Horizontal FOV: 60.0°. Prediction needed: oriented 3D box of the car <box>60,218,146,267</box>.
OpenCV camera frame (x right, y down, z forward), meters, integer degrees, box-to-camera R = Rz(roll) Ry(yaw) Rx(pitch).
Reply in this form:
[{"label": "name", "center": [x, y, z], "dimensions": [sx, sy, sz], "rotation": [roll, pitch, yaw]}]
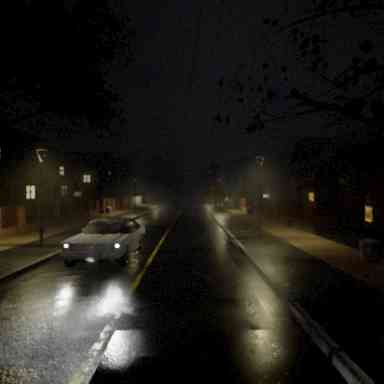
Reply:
[{"label": "car", "center": [-2.828, 1.603, 11.535], "dimensions": [1.895, 1.301, 4.718], "rotation": [0, 0, 0]}]
